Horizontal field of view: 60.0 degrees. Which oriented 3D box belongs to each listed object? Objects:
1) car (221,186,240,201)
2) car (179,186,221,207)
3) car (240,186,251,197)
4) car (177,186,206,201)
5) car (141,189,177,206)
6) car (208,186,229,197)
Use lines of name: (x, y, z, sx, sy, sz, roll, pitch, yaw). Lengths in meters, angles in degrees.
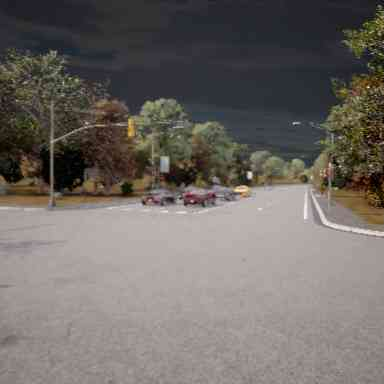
car: (3.888, 0.210, 38.518, 1.837, 1.490, 4.892, 2, 2, 19)
car: (0.813, 0.433, 29.629, 1.882, 1.535, 5.008, 2, 2, 19)
car: (7.317, -0.092, 48.308, 1.882, 1.535, 5.008, 2, 2, 19)
car: (0.024, 0.146, 38.053, 1.837, 1.490, 4.892, 2, 2, 19)
car: (-2.858, 0.439, 29.728, 1.994, 1.385, 4.181, 2, 2, 19)
car: (4.012, -0.174, 49.483, 1.837, 1.490, 4.892, 2, 2, 19)
